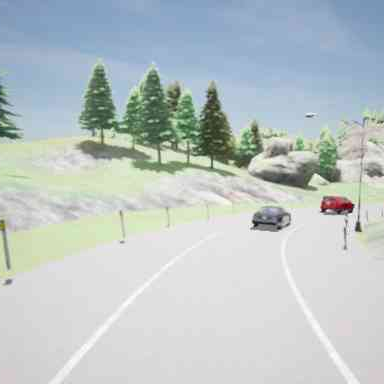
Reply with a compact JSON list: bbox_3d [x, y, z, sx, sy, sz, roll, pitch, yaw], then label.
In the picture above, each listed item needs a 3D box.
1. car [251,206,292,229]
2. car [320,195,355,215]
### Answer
[{"bbox_3d":[5.587,1.667,22.934,2.033,1.411,5.357,3,1,26],"label":"car"},{"bbox_3d":[17.051,1.436,38.883,5.566,2.045,2.150,0,4,-45],"label":"car"}]
